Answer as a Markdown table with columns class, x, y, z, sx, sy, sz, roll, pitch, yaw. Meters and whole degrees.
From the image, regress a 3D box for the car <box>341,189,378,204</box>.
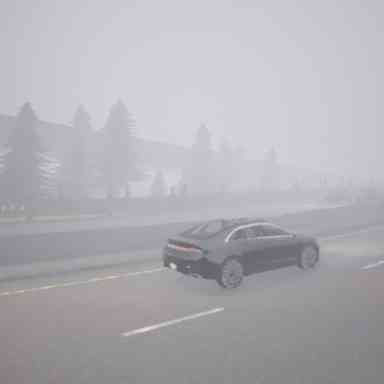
| class | x | y | z | sx | sy | sz | roll | pitch | yaw |
| --- | --- | --- | --- | --- | --- | --- | --- | --- | --- |
| car | 17.763 | 0.439 | 33.838 | 4.902 | 1.511 | 2.128 | -3 | 2 | -35 |

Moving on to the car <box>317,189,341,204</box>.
| class | x | y | z | sx | sy | sz | roll | pitch | yaw |
| --- | --- | --- | --- | --- | --- | --- | --- | --- | --- |
| car | 15.738 | 0.438 | 36.692 | 4.902 | 1.511 | 2.128 | -3 | 2 | -35 |

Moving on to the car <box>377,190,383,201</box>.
| class | x | y | z | sx | sy | sz | roll | pitch | yaw |
| --- | --- | --- | --- | --- | --- | --- | --- | --- | --- |
| car | 19.787 | 0.439 | 30.983 | 4.902 | 1.511 | 2.128 | -3 | 2 | -35 |

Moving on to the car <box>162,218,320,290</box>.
| class | x | y | z | sx | sy | sz | roll | pitch | yaw |
| --- | --- | --- | --- | --- | --- | --- | --- | --- | --- |
| car | 1.532 | 1.477 | 9.137 | 4.902 | 1.511 | 2.128 | -1 | 1 | -35 |
